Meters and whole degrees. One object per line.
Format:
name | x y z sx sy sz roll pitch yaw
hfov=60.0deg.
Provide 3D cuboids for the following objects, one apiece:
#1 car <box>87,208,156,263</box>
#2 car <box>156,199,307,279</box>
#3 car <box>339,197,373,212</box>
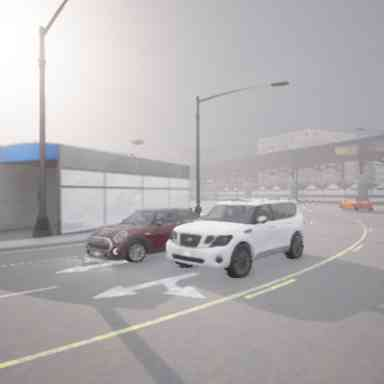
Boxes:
car | -1.549 1.411 12.408 2.097 1.767 4.553 -1 0 43
car | 1.723 1.255 10.724 2.150 2.045 5.566 -1 -1 42
car | 19.594 1.376 39.960 2.097 1.767 4.553 0 0 -3
